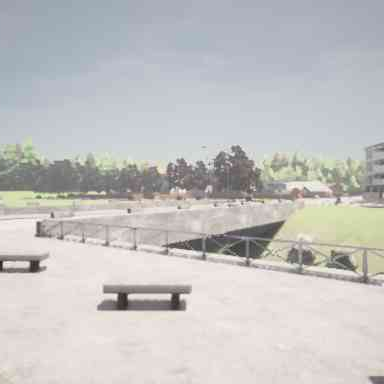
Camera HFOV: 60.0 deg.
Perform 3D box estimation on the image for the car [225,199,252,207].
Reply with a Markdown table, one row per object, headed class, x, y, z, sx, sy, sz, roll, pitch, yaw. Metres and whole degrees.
| class | x | y | z | sx | sy | sz | roll | pitch | yaw |
| --- | --- | --- | --- | --- | --- | --- | --- | --- | --- |
| car | 6.411 | 1.605 | 45.552 | 1.895 | 1.301 | 4.718 | 0 | 0 | 36 |
